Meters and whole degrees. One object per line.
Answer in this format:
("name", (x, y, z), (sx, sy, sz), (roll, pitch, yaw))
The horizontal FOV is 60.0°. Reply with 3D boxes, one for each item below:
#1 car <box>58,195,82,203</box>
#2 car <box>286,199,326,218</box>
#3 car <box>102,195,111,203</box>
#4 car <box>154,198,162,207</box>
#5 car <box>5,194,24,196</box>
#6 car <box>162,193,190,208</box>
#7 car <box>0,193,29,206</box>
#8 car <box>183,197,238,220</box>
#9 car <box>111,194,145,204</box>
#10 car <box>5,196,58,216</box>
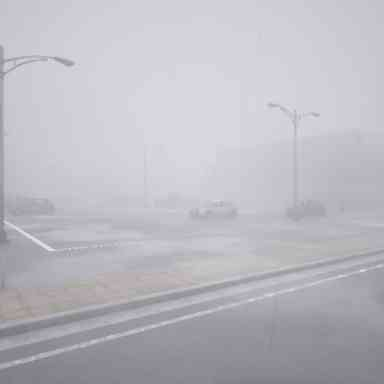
("car", (-22.224, 1.295, 59.742), (4.514, 1.523, 2.007), (0, 0, -35))
("car", (9.450, 1.371, 27.752), (3.633, 1.501, 1.845), (0, 0, -35))
("car", (-14.348, 1.229, 60.776), (3.806, 1.475, 1.970), (0, 0, -35))
("car", (-3.081, 1.074, 45.212), (3.866, 1.878, 1.905), (0, 0, -35))
("car", (-19.907, 1.295, 37.700), (4.514, 1.523, 2.007), (0, 0, -35))
("car", (-1.079, 1.095, 43.066), (4.605, 1.855, 1.932), (0, 0, -35))
("car", (-26.456, 1.094, 48.319), (4.605, 1.855, 1.932), (0, 0, -35))
("car", (1.660, 1.382, 25.946), (3.806, 1.475, 1.970), (0, 0, -35))
("car", (-10.408, 1.151, 55.700), (5.027, 1.636, 2.152), (0, 0, -35))
("car", (-14.219, 1.317, 29.483), (3.633, 1.501, 1.845), (0, 0, -35))
